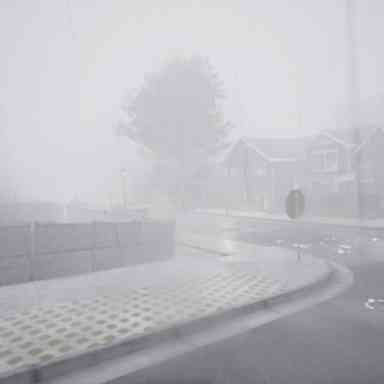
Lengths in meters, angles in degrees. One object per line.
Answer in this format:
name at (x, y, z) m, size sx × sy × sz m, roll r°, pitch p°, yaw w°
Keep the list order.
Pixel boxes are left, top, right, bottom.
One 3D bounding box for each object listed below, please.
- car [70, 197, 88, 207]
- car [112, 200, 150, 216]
car at (-16.756, 1.449, 49.046) m, size 2.033 × 1.411 × 5.357 m, roll -4°, pitch 2°, yaw -29°
car at (-5.668, 1.464, 30.087) m, size 2.033 × 1.411 × 5.357 m, roll -4°, pitch 2°, yaw -32°
